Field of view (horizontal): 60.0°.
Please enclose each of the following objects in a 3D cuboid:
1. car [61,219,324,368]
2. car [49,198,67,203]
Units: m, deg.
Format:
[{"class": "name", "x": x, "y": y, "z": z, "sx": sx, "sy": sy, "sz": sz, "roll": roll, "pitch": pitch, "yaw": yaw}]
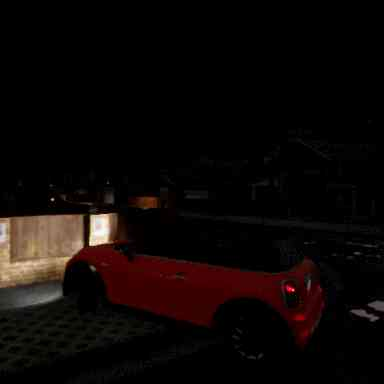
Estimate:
[{"class": "car", "x": -0.140, "y": 1.266, "z": 5.907, "sx": 4.553, "sy": 1.767, "sz": 2.097, "roll": 3, "pitch": 1, "yaw": 30}, {"class": "car", "x": -18.827, "y": 1.503, "z": 46.781, "sx": 2.033, "sy": 1.411, "sz": 5.357, "roll": 0, "pitch": 0, "yaw": -35}]
